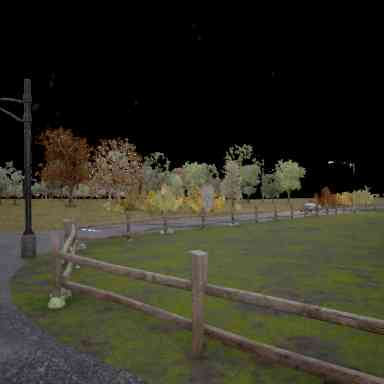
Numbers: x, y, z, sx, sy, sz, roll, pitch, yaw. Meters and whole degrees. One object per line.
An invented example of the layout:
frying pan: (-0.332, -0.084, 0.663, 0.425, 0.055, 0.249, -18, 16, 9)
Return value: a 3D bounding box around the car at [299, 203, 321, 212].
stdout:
car: (18.924, 2.449, 52.945, 2.033, 1.411, 5.357, -1, -2, 40)
